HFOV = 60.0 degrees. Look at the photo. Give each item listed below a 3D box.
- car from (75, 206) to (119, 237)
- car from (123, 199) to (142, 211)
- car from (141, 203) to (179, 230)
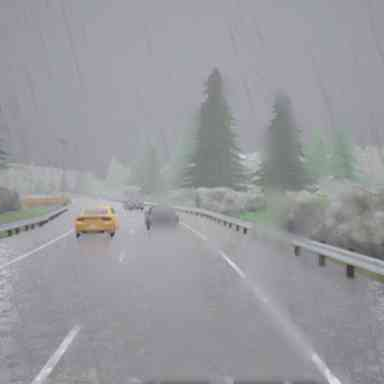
[{"bbox_3d":[-5.073,1.482,18.203,1.882,1.535,5.008,0,0,-9],"label":"car"},{"bbox_3d":[-7.038,1.543,40.102,2.033,1.411,5.357,0,0,-19],"label":"car"},{"bbox_3d":[-2.045,1.593,21.266,1.895,1.301,4.718,0,0,-10],"label":"car"}]
